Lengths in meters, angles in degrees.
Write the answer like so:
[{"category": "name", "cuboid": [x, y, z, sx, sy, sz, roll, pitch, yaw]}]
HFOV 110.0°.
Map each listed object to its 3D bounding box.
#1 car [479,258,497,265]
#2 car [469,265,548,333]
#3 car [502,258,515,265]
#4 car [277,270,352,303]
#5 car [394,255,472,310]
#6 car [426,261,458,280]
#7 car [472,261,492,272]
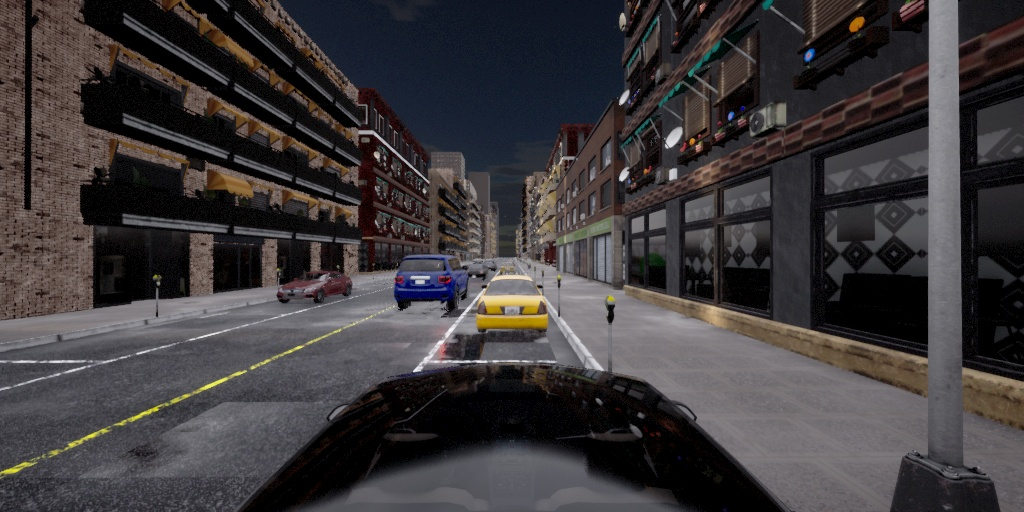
[{"category": "car", "cuboid": [-3.051, 1.312, 48.413, 1.994, 1.385, 4.181, 0, 0, 0]}, {"category": "car", "cuboid": [0.005, 1.207, 10.689, 1.801, 1.575, 5.366, 0, 0, 0]}, {"category": "car", "cuboid": [-0.456, 1.275, 39.173, 1.751, 1.417, 4.829, 0, 0, 0]}, {"category": "car", "cuboid": [-8.837, 1.333, 16.462, 1.802, 1.307, 4.207, 0, 0, 0]}, {"category": "car", "cuboid": [-3.146, 0.974, 14.933, 2.150, 2.045, 5.566, 0, 0, 0]}, {"category": "car", "cuboid": [-6.240, 1.228, 32.542, 1.882, 1.535, 5.008, 0, 0, 0]}, {"category": "car", "cuboid": [-3.053, 1.351, 31.117, 1.895, 1.301, 4.718, 0, 0, 0]}]
